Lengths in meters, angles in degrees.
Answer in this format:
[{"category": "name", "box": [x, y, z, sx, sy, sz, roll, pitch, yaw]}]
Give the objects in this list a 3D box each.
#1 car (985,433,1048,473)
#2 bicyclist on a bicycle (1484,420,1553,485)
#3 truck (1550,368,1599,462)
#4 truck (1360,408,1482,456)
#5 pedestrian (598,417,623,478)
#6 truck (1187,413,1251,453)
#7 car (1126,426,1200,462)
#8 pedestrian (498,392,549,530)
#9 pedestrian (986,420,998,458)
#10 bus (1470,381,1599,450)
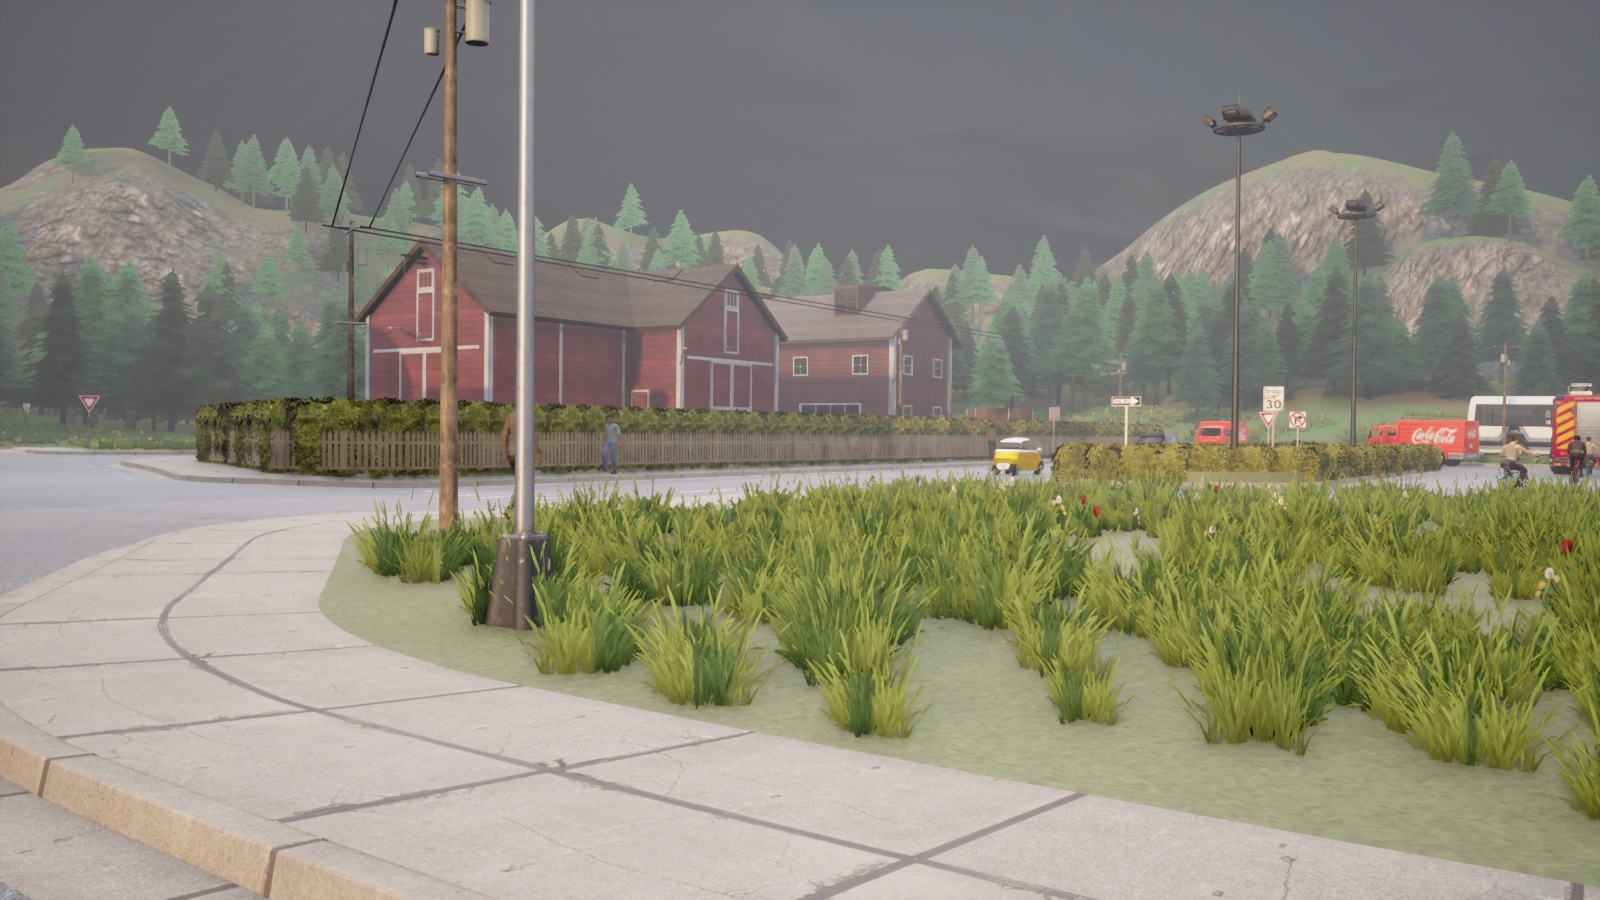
[{"category": "car", "box": [7.903, 0.089, 45.805, 1.481, 1.376, 2.207, 0, 1, 34]}, {"category": "bicyclist on a bicycle", "box": [18.287, 0.066, 31.962, 1.509, 1.612, 0.866, -1, -1, -33]}, {"category": "truck", "box": [34.606, -1.498, 55.069, 2.891, 3.827, 8.468, 0, 1, 30]}, {"category": "truck", "box": [33.079, -0.969, 66.972, 2.627, 2.467, 5.204, -1, 1, -43]}, {"category": "pedestrian", "box": [-5.765, -0.084, 38.199, 0.354, 1.836, 0.706, 0, 1, 28]}, {"category": "truck", "box": [26.908, -1.099, 80.551, 2.627, 2.467, 5.204, 0, 1, 34]}, {"category": "car", "box": [17.415, -0.317, 60.043, 2.033, 1.649, 4.856, 0, 1, 34]}, {"category": "pedestrian", "box": [-3.752, 0.142, 17.050, 0.331, 1.846, 0.634, 0, 1, 27]}, {"category": "pedestrian", "box": [9.371, -0.536, 61.317, 0.328, 1.805, 0.869, 0, 1, 28]}, {"category": "bus", "box": [48.725, -2.179, 79.998, 10.273, 4.253, 3.944, 1, 1, 34]}]
